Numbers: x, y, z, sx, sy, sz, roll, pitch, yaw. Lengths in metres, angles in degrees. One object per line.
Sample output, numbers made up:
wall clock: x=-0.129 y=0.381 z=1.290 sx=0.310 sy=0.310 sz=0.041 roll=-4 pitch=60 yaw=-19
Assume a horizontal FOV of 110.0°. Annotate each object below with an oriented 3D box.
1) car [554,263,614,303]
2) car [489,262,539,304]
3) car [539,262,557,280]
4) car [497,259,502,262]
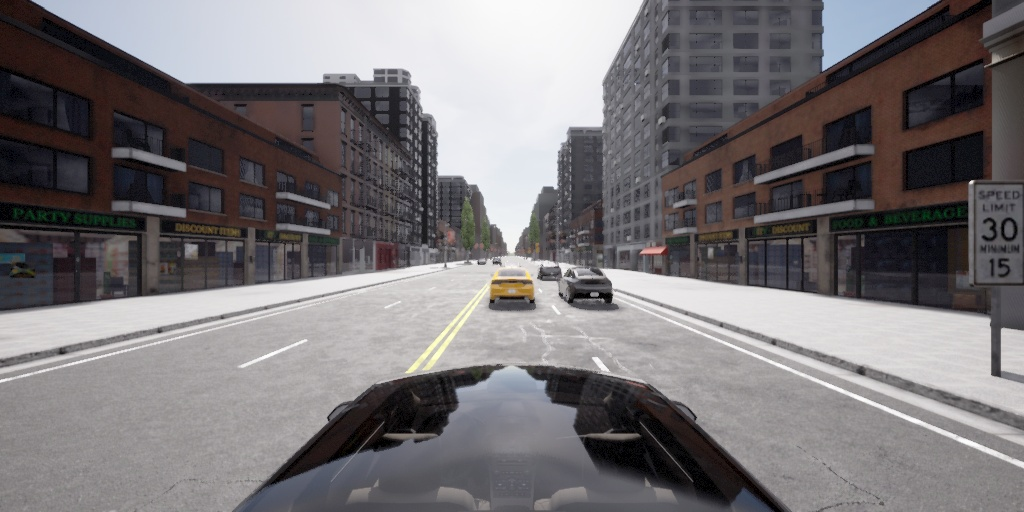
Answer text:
car: x=3.250 y=1.266 z=16.500 sx=1.837 sy=1.490 sz=4.892 roll=0 pitch=0 yaw=0
car: x=0.000 y=1.234 z=16.500 sx=1.882 sy=1.535 sz=5.008 roll=0 pitch=0 yaw=0
car: x=3.250 y=1.242 z=31.500 sx=2.128 sy=1.511 sz=4.902 roll=0 pitch=0 yaw=0
car: x=0.000 y=1.242 z=31.500 sx=2.128 sy=1.511 sz=4.902 roll=0 pitch=0 yaw=0
